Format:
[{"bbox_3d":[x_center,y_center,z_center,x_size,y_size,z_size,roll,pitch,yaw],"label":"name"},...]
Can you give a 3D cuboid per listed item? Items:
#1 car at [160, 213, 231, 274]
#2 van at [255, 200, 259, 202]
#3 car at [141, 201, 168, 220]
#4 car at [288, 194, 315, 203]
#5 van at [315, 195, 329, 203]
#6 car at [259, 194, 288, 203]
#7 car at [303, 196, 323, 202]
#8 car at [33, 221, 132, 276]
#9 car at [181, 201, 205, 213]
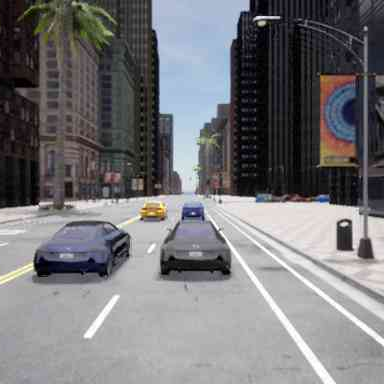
[{"bbox_3d":[0.098,1.582,10.614,1.994,1.385,4.181,0,0,0],"label":"car"},{"bbox_3d":[17.054,1.459,78.248,3.998,1.788,1.690,0,0,0],"label":"van"},{"bbox_3d":[-3.155,1.527,28.422,1.882,1.535,5.008,0,0,0],"label":"car"},{"bbox_3d":[22.737,1.705,69.726,4.206,1.307,1.802,0,0,0],"label":"car"},{"bbox_3d":[28.415,1.461,69.729,3.998,1.788,1.690,0,0,0],"label":"van"},{"bbox_3d":[17.060,1.677,69.724,4.403,1.369,2.008,0,0,0],"label":"car"},{"bbox_3d":[28.409,1.694,78.254,4.206,1.307,1.802,0,0,0],"label":"car"},{"bbox_3d":[-3.153,1.581,10.372,1.994,1.385,4.181,0,0,0],"label":"car"},{"bbox_3d":[0.096,1.527,28.446,1.882,1.535,5.008,0,0,0],"label":"car"}]
